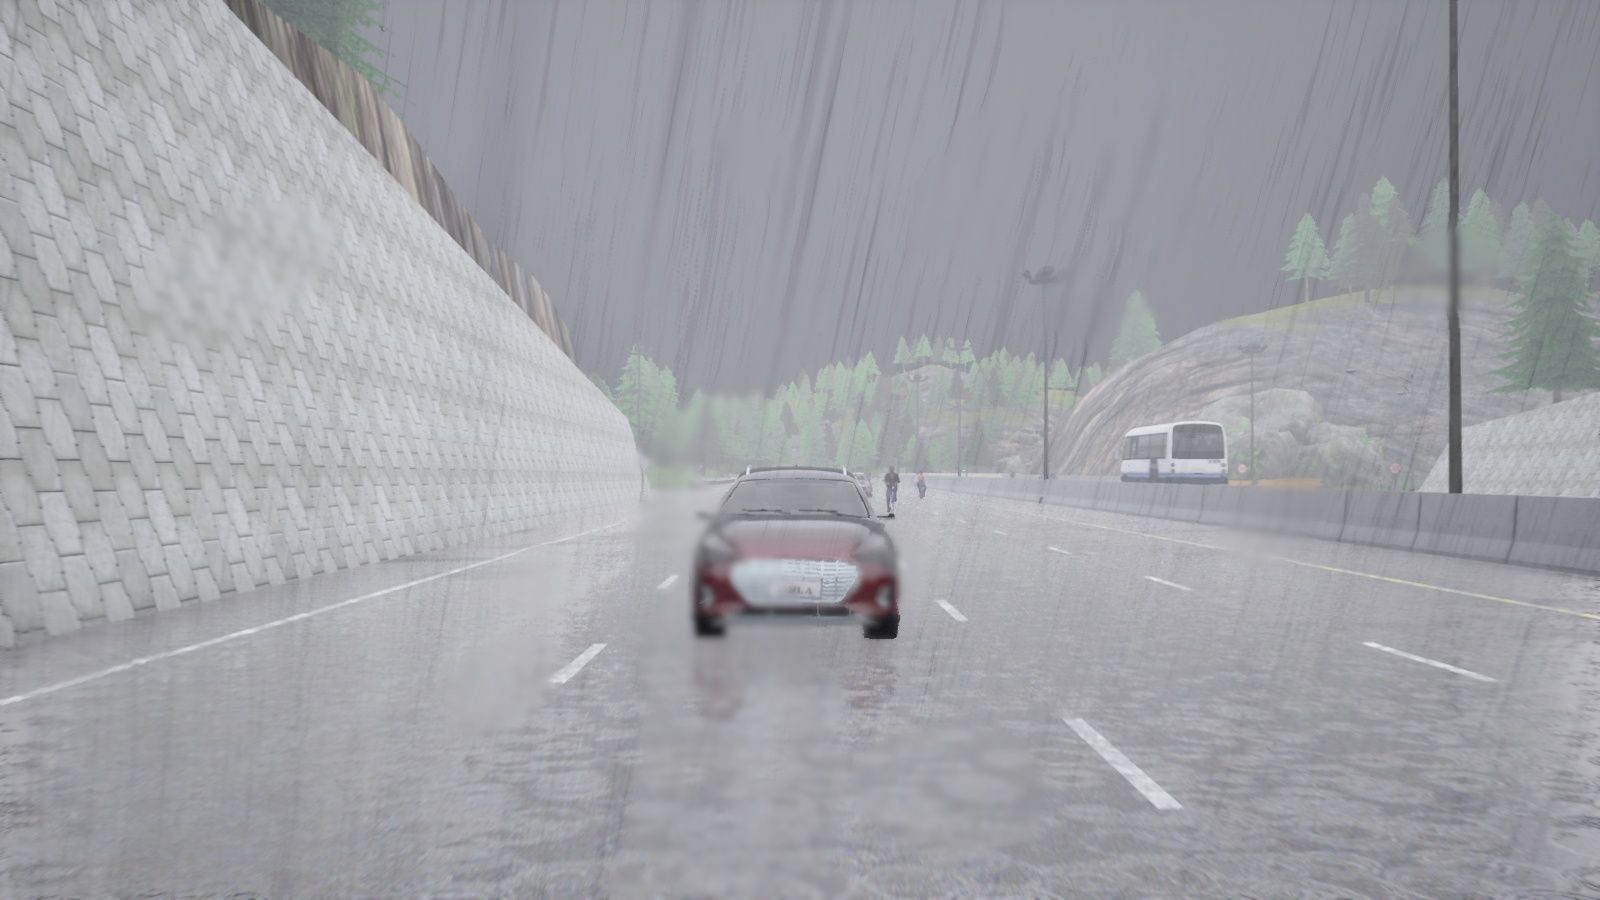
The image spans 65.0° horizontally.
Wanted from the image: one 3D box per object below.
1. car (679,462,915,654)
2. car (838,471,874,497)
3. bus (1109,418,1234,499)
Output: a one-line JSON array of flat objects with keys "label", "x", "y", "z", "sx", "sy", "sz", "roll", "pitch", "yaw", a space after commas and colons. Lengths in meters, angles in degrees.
[{"label": "car", "x": -0.033, "y": 0.967, "z": 13.294, "sx": 2.033, "sy": 1.649, "sz": 4.856, "roll": 0, "pitch": -1, "yaw": 0}, {"label": "car", "x": 3.319, "y": 2.016, "z": 74.659, "sx": 1.970, "sy": 1.475, "sz": 3.806, "roll": 0, "pitch": -1, "yaw": 0}, {"label": "bus", "x": 20.822, "y": 0.547, "z": 71.248, "sx": 3.944, "sy": 4.253, "sz": 10.273, "roll": 0, "pitch": -1, "yaw": 0}]
